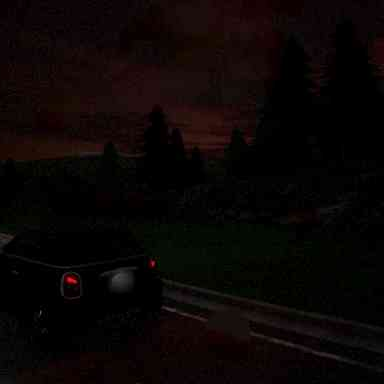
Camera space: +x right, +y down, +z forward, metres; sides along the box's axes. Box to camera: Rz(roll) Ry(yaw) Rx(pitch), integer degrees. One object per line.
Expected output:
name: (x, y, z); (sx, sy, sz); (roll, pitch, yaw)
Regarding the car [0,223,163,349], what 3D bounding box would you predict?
car: (-2.705, 1.430, 6.729); (4.553, 1.767, 2.097); (-1, -1, 43)
